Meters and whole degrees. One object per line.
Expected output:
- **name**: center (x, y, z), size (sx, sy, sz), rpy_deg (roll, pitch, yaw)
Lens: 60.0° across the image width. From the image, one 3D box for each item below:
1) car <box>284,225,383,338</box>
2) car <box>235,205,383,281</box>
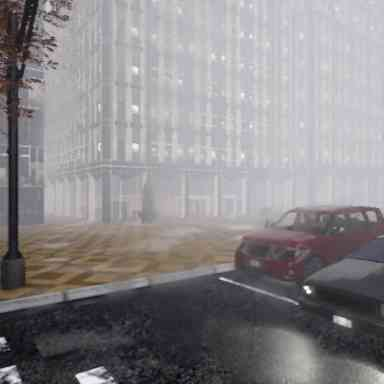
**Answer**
- **car**: center (4.414, 1.547, 6.523), size (5.357, 1.411, 2.033), rpy_deg (0, 0, -35)
- **car**: center (3.487, 1.314, 9.044), size (5.009, 1.841, 2.192), rpy_deg (0, 0, -35)
